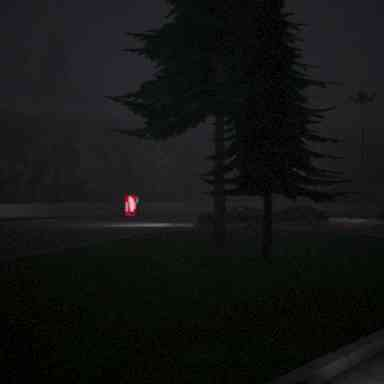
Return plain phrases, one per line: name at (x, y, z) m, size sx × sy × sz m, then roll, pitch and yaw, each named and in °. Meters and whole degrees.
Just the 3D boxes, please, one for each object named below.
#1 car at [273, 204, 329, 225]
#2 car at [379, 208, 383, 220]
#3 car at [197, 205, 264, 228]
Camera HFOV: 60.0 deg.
car at (8.087, 1.720, 26.307) m, size 5.008 × 1.535 × 1.882 m, roll 0°, pitch -1°, yaw 23°
car at (16.842, 1.534, 24.234) m, size 2.150 × 2.045 × 5.566 m, roll 2°, pitch -1°, yaw -37°
car at (2.790, 1.666, 23.480) m, size 4.902 × 1.511 × 2.128 m, roll 1°, pitch -1°, yaw 0°
